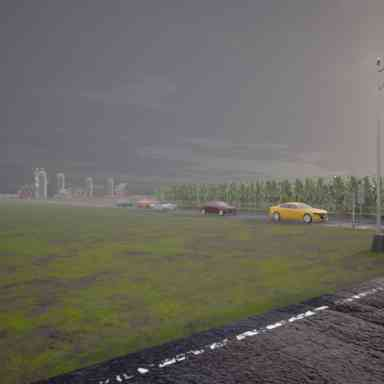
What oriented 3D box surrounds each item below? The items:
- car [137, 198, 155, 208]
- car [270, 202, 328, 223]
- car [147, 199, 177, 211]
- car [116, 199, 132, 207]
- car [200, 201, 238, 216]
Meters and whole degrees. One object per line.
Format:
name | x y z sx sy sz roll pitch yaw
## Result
car | -7.627 1.817 56.614 2.097 1.767 4.553 0 -1 -34
car | 8.705 1.627 27.419 1.882 1.535 5.008 0 -1 -34
car | -3.946 1.956 45.996 1.895 1.301 4.718 0 -1 -34
car | -13.329 2.123 64.969 1.994 1.385 4.181 0 -1 -34
car | 2.829 1.722 36.030 1.882 1.535 5.008 0 -1 -34
